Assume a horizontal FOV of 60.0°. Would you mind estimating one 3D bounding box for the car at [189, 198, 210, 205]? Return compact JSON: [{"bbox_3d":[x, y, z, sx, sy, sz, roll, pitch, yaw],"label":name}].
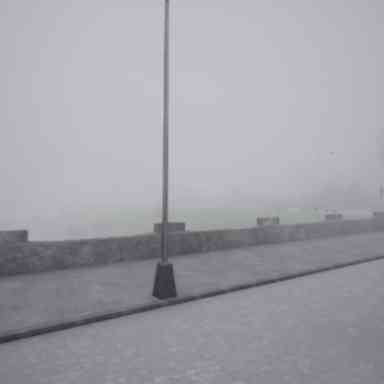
[{"bbox_3d":[1.455,1.848,65.459,1.882,1.535,5.008,1,-1,-35],"label":"car"}]
